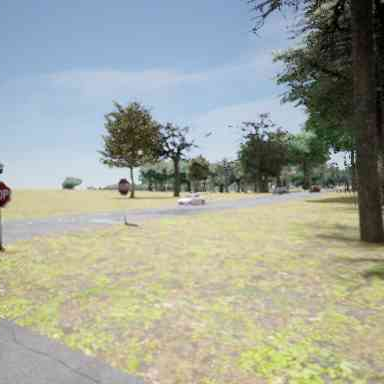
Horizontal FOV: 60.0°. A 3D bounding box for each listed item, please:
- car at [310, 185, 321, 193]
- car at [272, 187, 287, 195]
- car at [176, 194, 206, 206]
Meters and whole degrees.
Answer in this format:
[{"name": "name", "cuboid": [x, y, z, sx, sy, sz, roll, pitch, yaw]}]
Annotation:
[{"name": "car", "cuboid": [26.810, -0.688, 72.045, 1.882, 1.535, 5.008, -3, 1, 28]}, {"name": "car", "cuboid": [17.689, -0.139, 66.907, 1.837, 1.490, 4.892, -3, 1, 34]}, {"name": "car", "cuboid": [-0.056, 0.989, 40.961, 1.812, 1.442, 4.674, -3, 1, 34]}]
